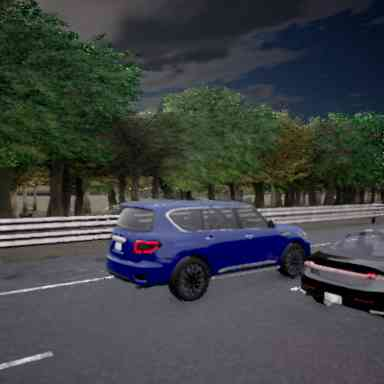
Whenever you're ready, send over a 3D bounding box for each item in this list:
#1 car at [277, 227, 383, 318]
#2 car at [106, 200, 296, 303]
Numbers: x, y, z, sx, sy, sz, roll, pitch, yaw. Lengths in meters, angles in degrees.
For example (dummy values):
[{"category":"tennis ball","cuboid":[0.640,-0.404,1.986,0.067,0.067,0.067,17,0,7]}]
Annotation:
[{"category":"car","cuboid":[4.254,1.503,6.785,4.902,1.511,2.128,0,0,-36]},{"category":"car","cuboid":[0.642,1.230,8.506,5.566,2.045,2.150,0,0,-36]}]
